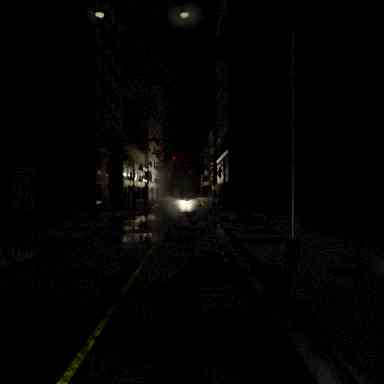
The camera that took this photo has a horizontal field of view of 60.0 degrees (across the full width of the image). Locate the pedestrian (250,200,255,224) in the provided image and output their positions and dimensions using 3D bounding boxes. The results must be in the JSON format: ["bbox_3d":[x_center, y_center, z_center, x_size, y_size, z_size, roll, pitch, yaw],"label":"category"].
[{"bbox_3d":[3.740,1.115,21.811,0.375,1.860,0.375,0,0,0],"label":"pedestrian"}]

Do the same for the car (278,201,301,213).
[{"bbox_3d":[11.507,1.640,36.042,4.206,1.307,1.802,1,0,0],"label":"car"}]

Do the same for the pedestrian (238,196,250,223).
[{"bbox_3d":[3.323,1.113,21.198,0.375,1.860,0.375,0,0,0],"label":"pedestrian"}]

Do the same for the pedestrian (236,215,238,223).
[{"bbox_3d":[3.238,1.495,22.412,0.500,1.100,0.500,0,0,0],"label":"pedestrian"}]
